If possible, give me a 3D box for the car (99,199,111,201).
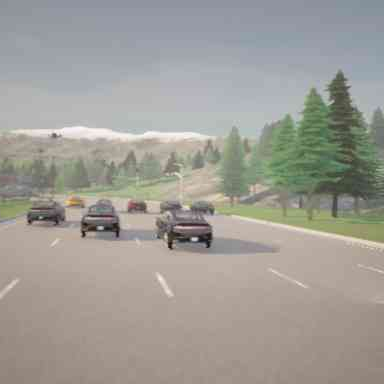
[{"bbox_3d":[-9.566,1.444,36.391,2.033,1.411,5.357,2,0,-14],"label":"car"}]

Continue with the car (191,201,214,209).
[{"bbox_3d":[1.090,1.757,37.076,1.837,1.490,4.892,2,0,-14],"label":"car"}]

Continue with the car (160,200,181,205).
[{"bbox_3d":[-2.298,1.640,36.204,1.837,1.490,4.892,2,0,-14],"label":"car"}]

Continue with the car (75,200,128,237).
[{"bbox_3d":[-4.765,1.435,17.550,2.128,1.511,4.902,2,0,-14],"label":"car"}]

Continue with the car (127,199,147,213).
[{"bbox_3d":[-6.246,1.489,37.519,1.882,1.535,5.008,2,0,-14],"label":"car"}]

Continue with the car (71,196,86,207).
[{"bbox_3d":[-14.901,1.237,43.159,1.882,1.535,5.008,2,-1,-14],"label":"car"}]

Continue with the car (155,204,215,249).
[{"bbox_3d":[-0.488,1.562,14.892,2.128,1.511,4.902,2,0,-14],"label":"car"}]

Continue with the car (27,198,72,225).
[{"bbox_3d":[-9.502,1.307,21.999,2.128,1.511,4.902,2,0,-14],"label":"car"}]
